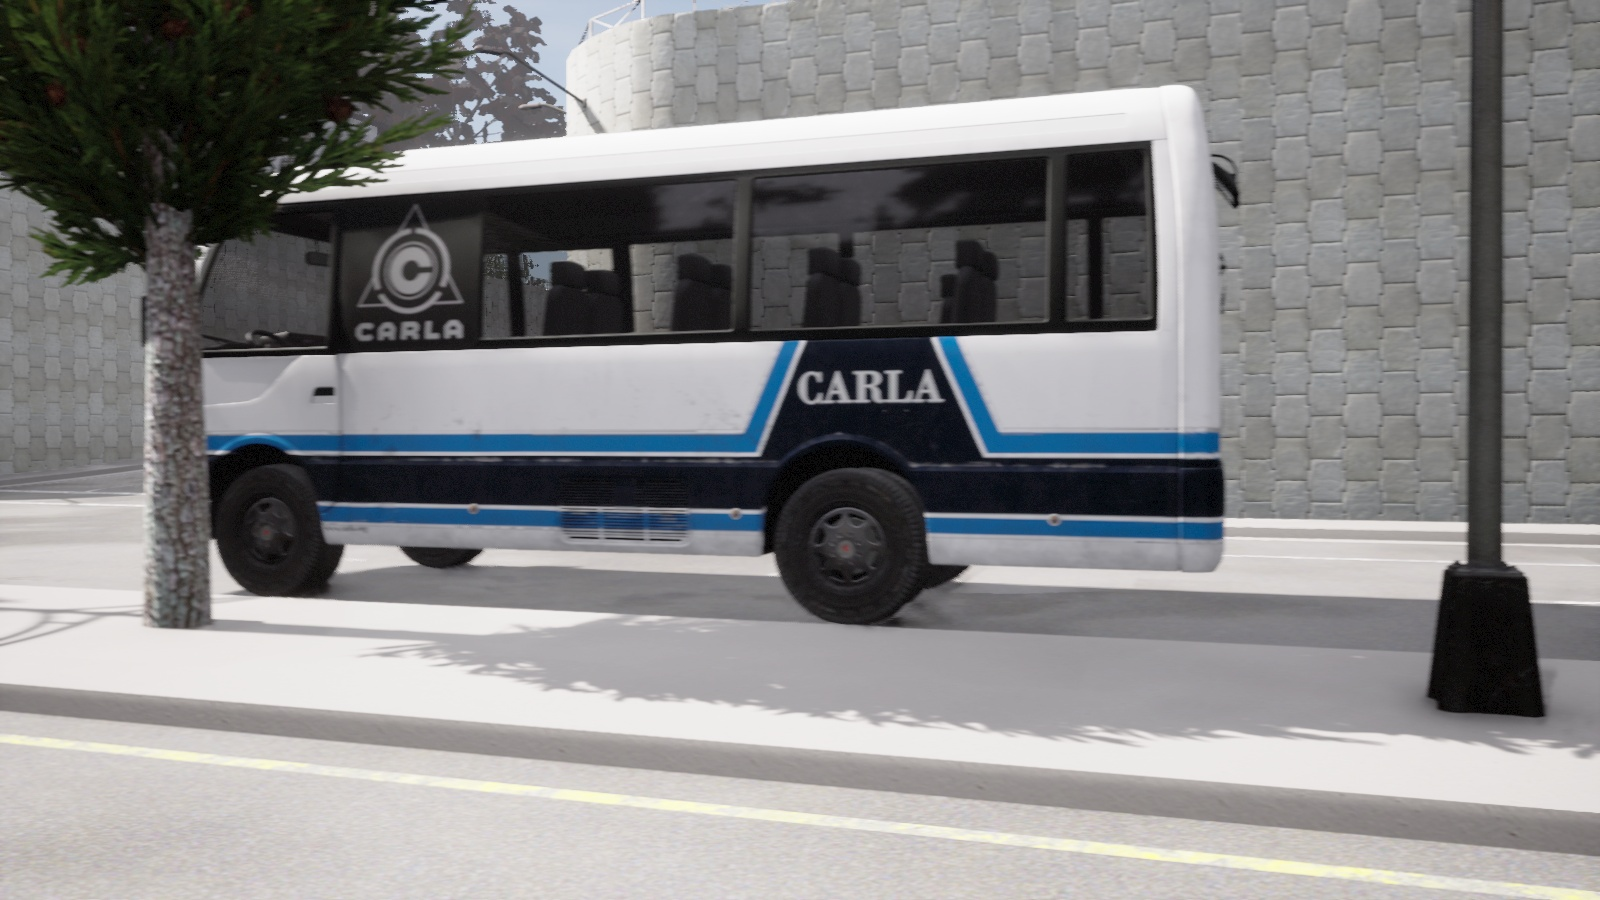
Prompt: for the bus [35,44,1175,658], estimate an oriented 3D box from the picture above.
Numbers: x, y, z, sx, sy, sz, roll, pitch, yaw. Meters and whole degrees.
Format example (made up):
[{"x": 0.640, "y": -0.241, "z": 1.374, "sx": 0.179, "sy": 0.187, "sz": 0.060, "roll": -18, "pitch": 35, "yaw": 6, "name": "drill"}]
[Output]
[{"x": -1.796, "y": -0.752, "z": 12.217, "sx": 10.273, "sy": 4.253, "sz": 3.944, "roll": 1, "pitch": 1, "yaw": 19, "name": "bus"}]
